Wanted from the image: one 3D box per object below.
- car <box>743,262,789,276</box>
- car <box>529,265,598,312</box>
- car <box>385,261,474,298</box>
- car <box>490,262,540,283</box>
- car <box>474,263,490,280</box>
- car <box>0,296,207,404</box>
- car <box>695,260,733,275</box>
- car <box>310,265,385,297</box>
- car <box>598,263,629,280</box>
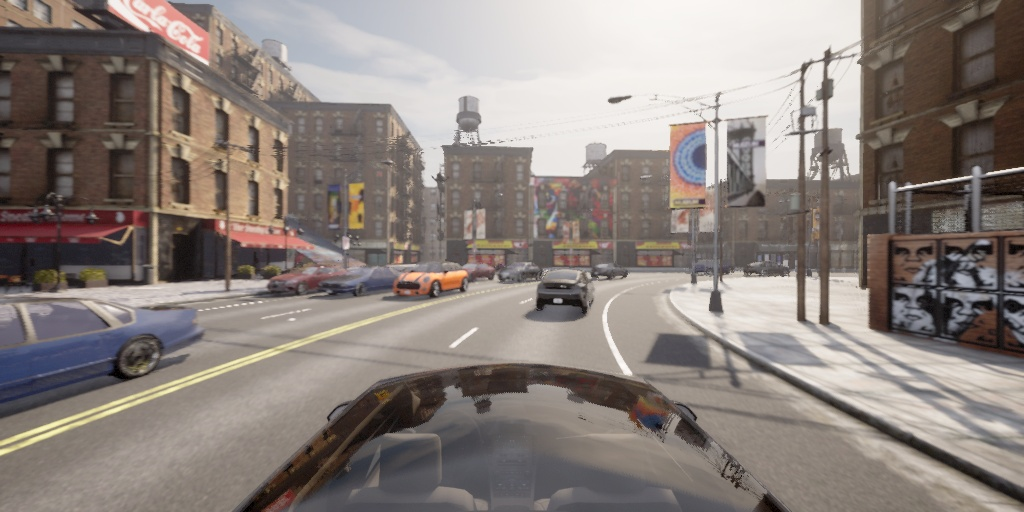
[{"bbox_3d":[27.548,1.409,38.887,4.892,1.490,1.837,0,0,-13],"label":"car"},{"bbox_3d":[2.243,1.267,14.366,1.837,1.490,4.892,0,0,17],"label":"car"},{"bbox_3d":[-4.032,1.079,18.503,2.097,1.767,4.553,0,0,20],"label":"car"},{"bbox_3d":[0.724,1.247,28.110,2.128,1.511,4.902,0,0,32],"label":"car"},{"bbox_3d":[-3.049,1.259,28.557,1.812,1.442,4.674,0,0,30],"label":"car"},{"bbox_3d":[-6.933,1.259,4.494,2.033,1.411,5.357,0,0,3],"label":"car"},{"bbox_3d":[23.152,1.229,41.270,4.553,1.767,2.097,0,0,-20],"label":"car"},{"bbox_3d":[-7.544,1.256,19.029,2.033,1.411,5.357,0,0,19],"label":"car"},{"bbox_3d":[8.739,1.324,32.250,1.812,1.442,4.674,0,0,42],"label":"car"}]
